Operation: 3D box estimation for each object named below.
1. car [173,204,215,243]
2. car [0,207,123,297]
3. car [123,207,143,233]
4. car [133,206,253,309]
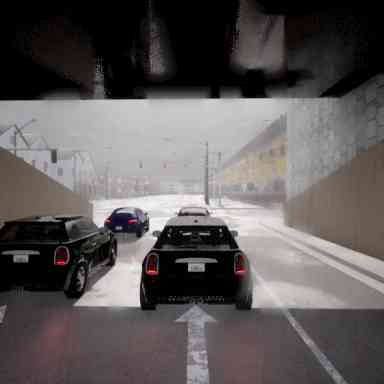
[{"bbox_3d":[0.091,1.478,17.265,1.882,1.535,5.008,0,0,0],"label":"car"},{"bbox_3d":[-3.413,1.352,8.760,2.097,1.767,4.553,0,0,0],"label":"car"},{"bbox_3d":[-3.409,1.526,17.812,1.812,1.442,4.674,0,0,0],"label":"car"},{"bbox_3d":[0.081,1.352,7.997,2.097,1.767,4.553,0,0,0],"label":"car"}]
